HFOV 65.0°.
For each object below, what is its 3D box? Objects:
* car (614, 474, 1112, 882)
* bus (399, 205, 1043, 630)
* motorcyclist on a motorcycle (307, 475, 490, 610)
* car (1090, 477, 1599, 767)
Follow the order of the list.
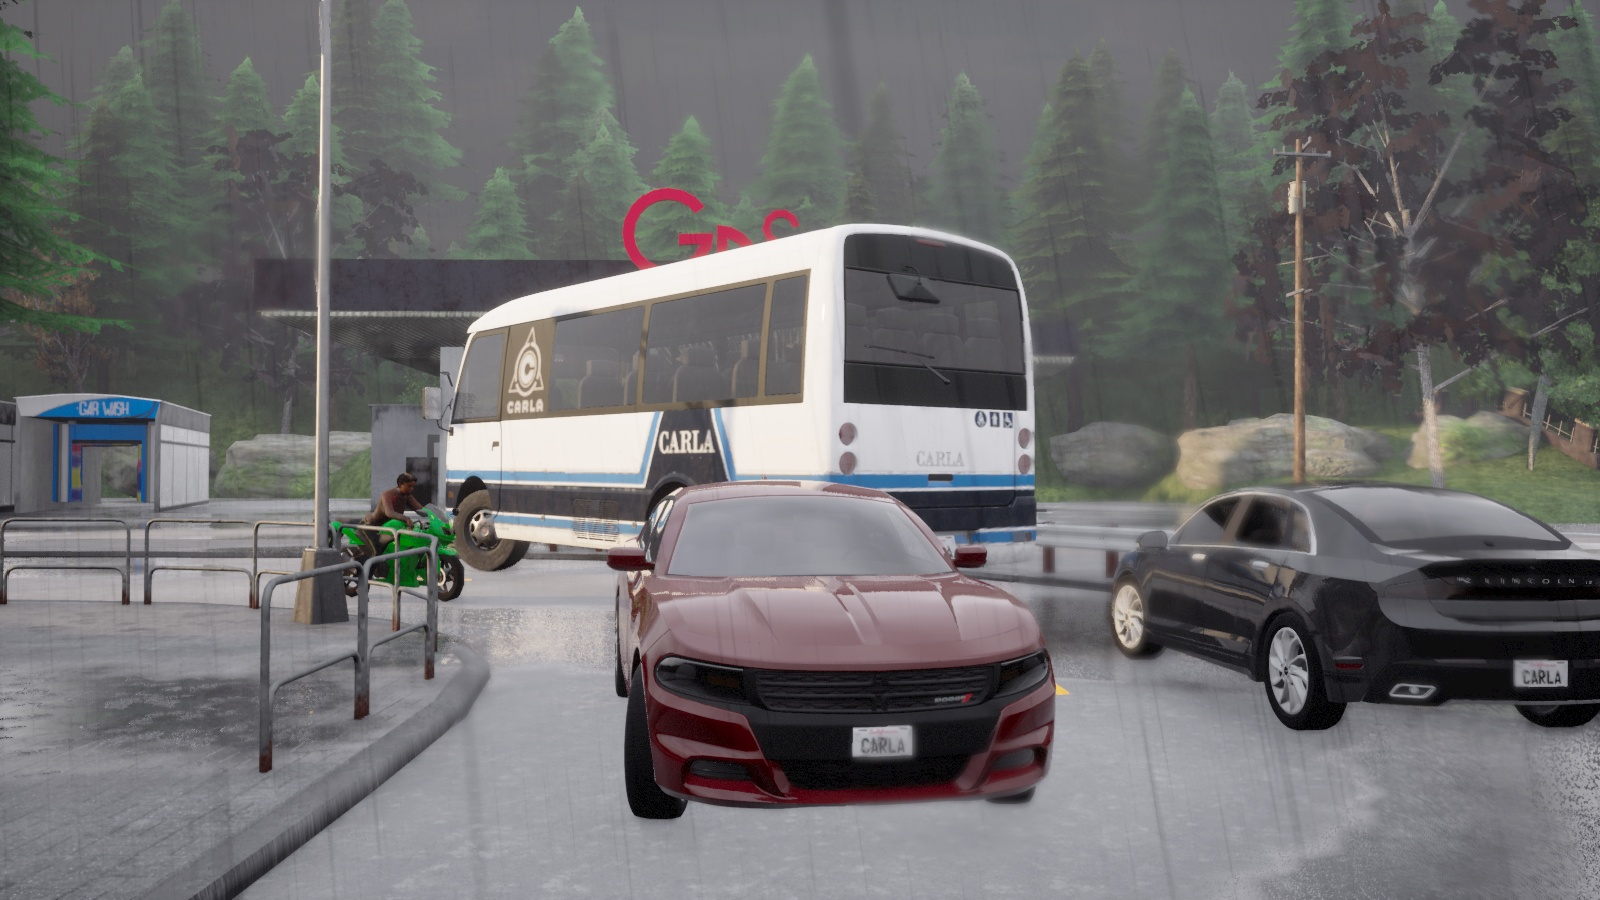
[{"bbox_3d":[-0.090,0.917,7.412,1.882,1.535,5.008,0,-1,-10],"label":"car"},{"bbox_3d":[-1.841,-0.259,17.808,3.944,4.253,10.273,0,-1,-38],"label":"bus"},{"bbox_3d":[-4.789,1.068,14.980,2.044,1.523,0.797,-1,-1,23],"label":"motorcyclist on a motorcycle"},{"bbox_3d":[3.770,0.958,9.116,1.837,1.490,4.892,0,-1,-5],"label":"car"}]
